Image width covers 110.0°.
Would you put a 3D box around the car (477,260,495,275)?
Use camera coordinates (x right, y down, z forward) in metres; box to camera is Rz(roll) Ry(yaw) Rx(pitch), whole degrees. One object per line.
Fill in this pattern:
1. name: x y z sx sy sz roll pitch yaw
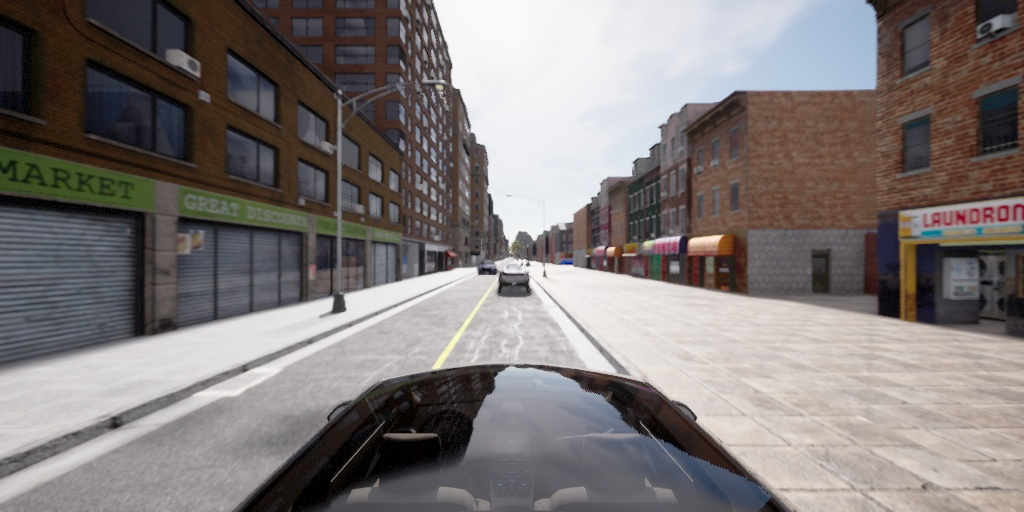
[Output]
1. car: -2.818 1.255 41.697 2.097 1.767 4.553 0 0 0

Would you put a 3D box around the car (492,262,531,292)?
1. car: 0.115 1.306 21.826 2.128 1.511 4.902 0 0 0
